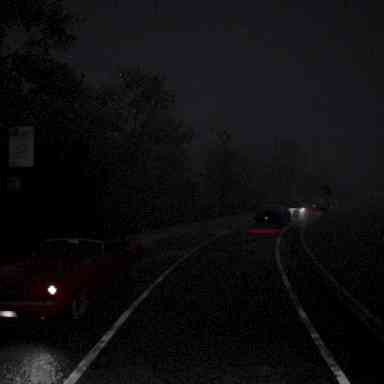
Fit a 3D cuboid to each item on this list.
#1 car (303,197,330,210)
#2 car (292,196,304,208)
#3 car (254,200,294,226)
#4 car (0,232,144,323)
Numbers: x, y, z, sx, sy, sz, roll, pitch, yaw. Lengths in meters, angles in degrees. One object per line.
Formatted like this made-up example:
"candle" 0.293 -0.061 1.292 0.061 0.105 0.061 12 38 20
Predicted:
"car" 15.326 1.331 40.263 1.812 1.442 4.674 -3 0 33
"car" 14.953 1.361 45.882 1.812 1.442 4.674 -3 0 34
"car" 5.901 1.560 24.167 1.882 1.535 5.008 -2 -1 24
"car" -2.613 1.653 7.478 1.895 1.301 4.718 0 -1 8
